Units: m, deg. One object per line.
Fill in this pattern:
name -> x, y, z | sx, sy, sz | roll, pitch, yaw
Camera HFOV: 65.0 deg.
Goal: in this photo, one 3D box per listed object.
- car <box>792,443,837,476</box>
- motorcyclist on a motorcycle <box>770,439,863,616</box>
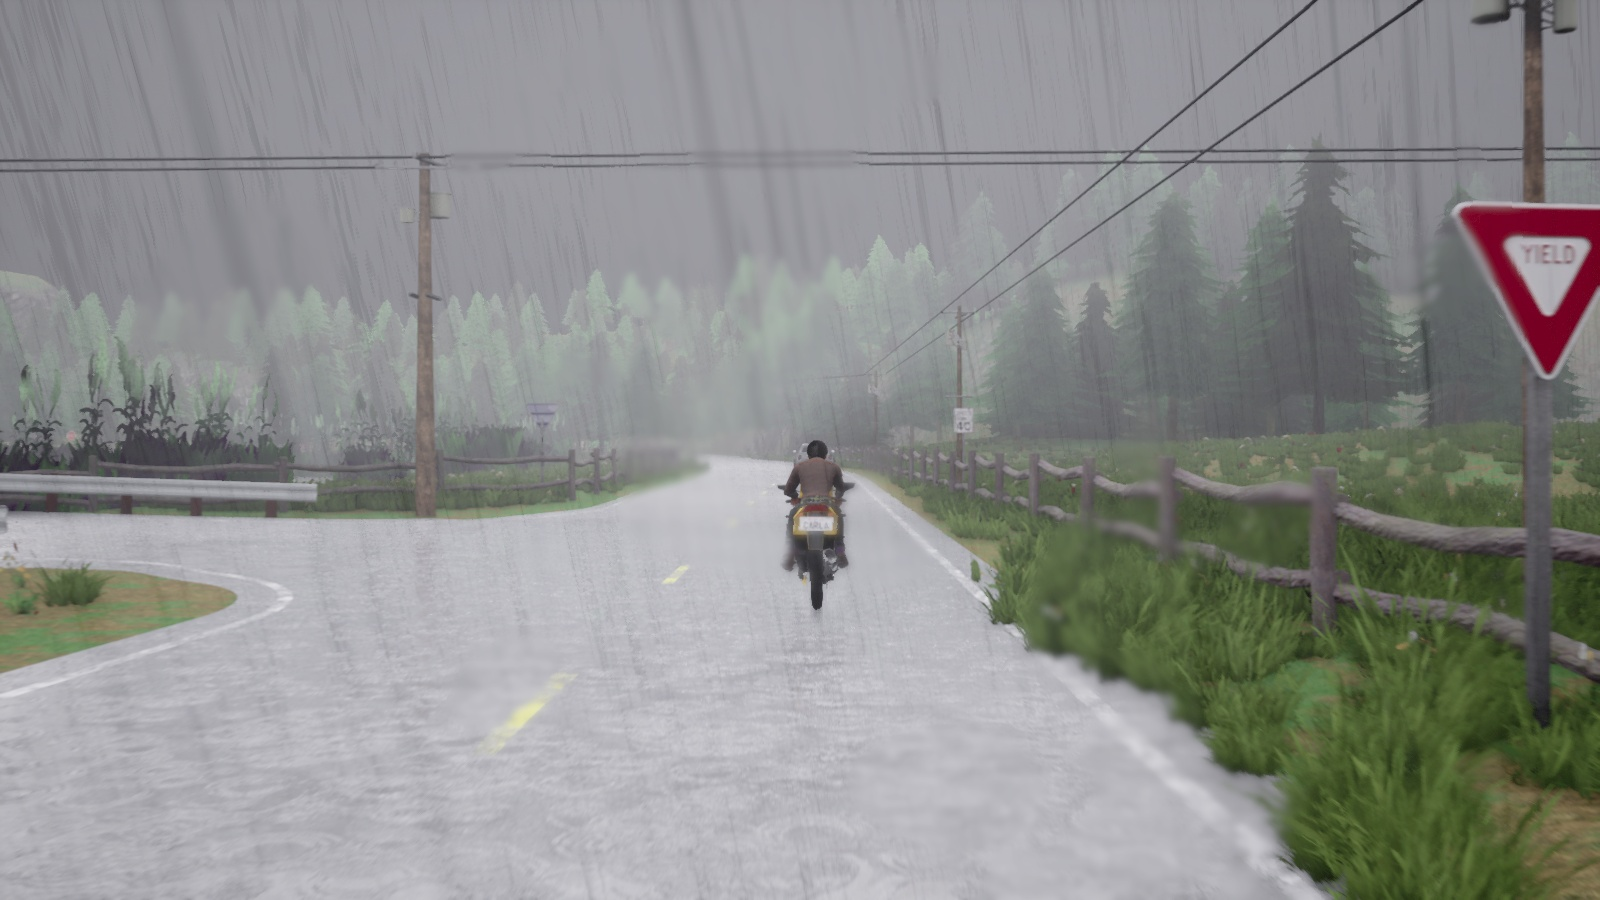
car -> 0.632, 0.409, 58.156 | 1.970, 1.475, 3.806 | 0, 0, -1
motorcyclist on a motorcycle -> 0.158, 0.667, 11.801 | 0.797, 1.523, 2.044 | 0, 0, 1
